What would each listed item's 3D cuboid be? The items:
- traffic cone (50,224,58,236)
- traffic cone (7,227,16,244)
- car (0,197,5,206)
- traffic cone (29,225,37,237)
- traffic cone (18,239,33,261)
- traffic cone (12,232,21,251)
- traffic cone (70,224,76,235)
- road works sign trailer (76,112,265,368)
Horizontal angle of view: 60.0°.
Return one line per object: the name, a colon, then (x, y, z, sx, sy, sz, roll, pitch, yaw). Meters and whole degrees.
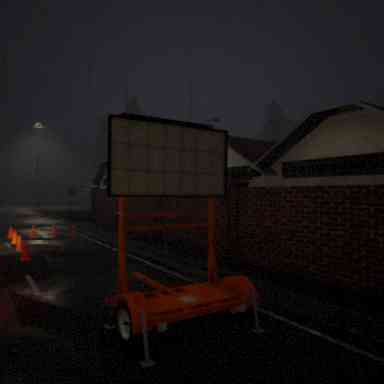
traffic cone: (-7.134, 1.981, 17.258, 0.340, 0.580, 0.340, 1, 0, -33)
traffic cone: (-7.722, 1.960, 14.491, 0.340, 0.580, 0.340, 1, 0, -33)
car: (-31.395, 1.482, 53.696, 1.837, 1.490, 4.892, 1, 0, -33)
traffic cone: (-7.972, 1.969, 16.715, 0.340, 0.580, 0.340, 1, -1, -33)
traffic cone: (-5.544, 1.964, 11.136, 0.340, 0.580, 0.340, 1, 0, -33)
traffic cone: (-6.633, 1.962, 12.814, 0.340, 0.580, 0.340, 1, 0, -33)
traffic cone: (-6.295, 1.992, 17.802, 0.340, 0.580, 0.340, 1, 0, -33)
road works sign trailer: (-0.469, 0.496, 6.083, 2.380, 3.560, 2.880, 1, 0, -33)
